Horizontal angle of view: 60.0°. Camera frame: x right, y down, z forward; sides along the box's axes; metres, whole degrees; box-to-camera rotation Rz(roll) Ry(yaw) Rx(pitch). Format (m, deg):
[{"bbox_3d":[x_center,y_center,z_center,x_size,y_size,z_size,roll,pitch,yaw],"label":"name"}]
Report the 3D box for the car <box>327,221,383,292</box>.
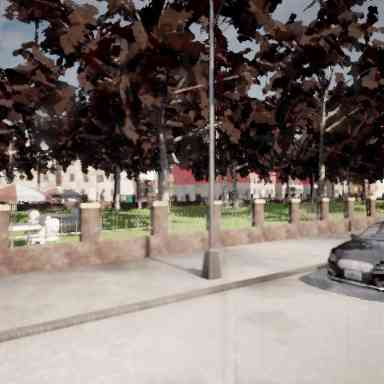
[{"bbox_3d":[5.400,1.485,8.436,4.902,1.511,2.128,0,0,-35],"label":"car"}]
